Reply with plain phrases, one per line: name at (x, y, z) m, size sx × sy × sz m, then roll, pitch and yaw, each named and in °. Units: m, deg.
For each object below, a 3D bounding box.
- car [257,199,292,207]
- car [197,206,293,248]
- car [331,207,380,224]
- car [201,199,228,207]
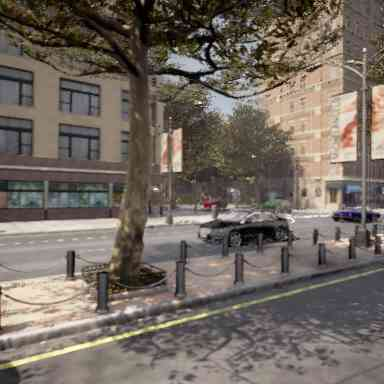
car at (10.300, 1.706, 41.998) m, size 2.097 × 1.767 × 4.553 m, roll 1°, pitch 0°, yaw -40°
car at (2.501, 1.610, 15.586) m, size 4.902 × 1.511 × 2.128 m, roll 1°, pitch 0°, yaw -35°
car at (13.728, 1.898, 27.867) m, size 4.718 × 1.301 × 1.895 m, roll 1°, pitch -1°, yaw -35°
car at (3.352, 1.825, 51.150) m, size 1.882 × 1.535 × 5.008 m, roll 1°, pitch 0°, yaw -36°
